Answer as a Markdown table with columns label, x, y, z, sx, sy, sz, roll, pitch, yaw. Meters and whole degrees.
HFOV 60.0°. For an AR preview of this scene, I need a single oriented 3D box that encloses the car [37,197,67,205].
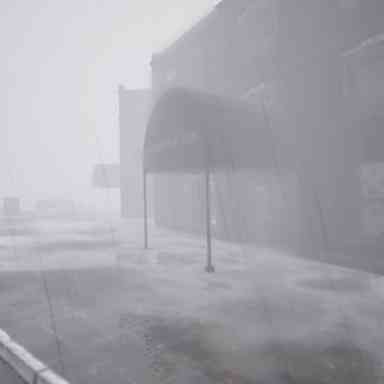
| label | x | y | z | sx | sy | sz | roll | pitch | yaw |
| --- | --- | --- | --- | --- | --- | --- | --- | --- | --- |
| car | -27.140 | 1.764 | 64.615 | 4.892 | 1.521 | 2.231 | 0 | -1 | -44 |

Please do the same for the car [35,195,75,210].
| label | x | y | z | sx | sy | sz | roll | pitch | yaw |
| --- | --- | --- | --- | --- | --- | --- | --- | --- | --- |
| car | -17.720 | 1.507 | 43.122 | 4.892 | 1.521 | 2.231 | 0 | -1 | -44 |

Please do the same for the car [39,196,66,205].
| label | x | y | z | sx | sy | sz | roll | pitch | yaw |
| --- | --- | --- | --- | --- | --- | --- | --- | --- | --- |
| car | -28.299 | 1.671 | 67.318 | 4.553 | 1.767 | 2.185 | 0 | -1 | -44 |

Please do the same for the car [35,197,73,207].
| label | x | y | z | sx | sy | sz | roll | pitch | yaw |
| --- | --- | --- | --- | --- | --- | --- | --- | --- | --- |
| car | -22.301 | 1.633 | 53.997 | 5.366 | 1.575 | 1.946 | 0 | -1 | -44 |

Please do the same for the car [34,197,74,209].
| label | x | y | z | sx | sy | sz | roll | pitch | yaw |
| --- | --- | --- | --- | --- | --- | --- | --- | --- | --- |
| car | -20.067 | 1.571 | 48.495 | 4.892 | 1.521 | 2.231 | 0 | -1 | -44 |

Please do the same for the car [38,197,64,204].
| label | x | y | z | sx | sy | sz | roll | pitch | yaw |
| --- | --- | --- | --- | --- | --- | --- | --- | --- | --- |
| car | -31.866 | 1.901 | 75.355 | 5.008 | 1.535 | 2.097 | 0 | -1 | -44 |

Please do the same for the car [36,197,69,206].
| label | x | y | z | sx | sy | sz | roll | pitch | yaw |
| --- | --- | --- | --- | --- | --- | --- | --- | --- | --- |
| car | -24.777 | 1.700 | 59.239 | 4.892 | 1.521 | 2.231 | 0 | -1 | -44 |

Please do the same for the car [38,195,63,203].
| label | x | y | z | sx | sy | sz | roll | pitch | yaw |
| --- | --- | --- | --- | --- | --- | --- | --- | --- | --- |
| car | -36.556 | 1.808 | 86.127 | 5.566 | 2.045 | 2.435 | 1 | -1 | -44 |

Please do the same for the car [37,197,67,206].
| label | x | y | z | sx | sy | sz | roll | pitch | yaw |
| --- | --- | --- | --- | --- | --- | --- | --- | --- | --- |
| car | -25.987 | 1.760 | 61.903 | 4.792 | 1.488 | 2.163 | 0 | -1 | -44 |

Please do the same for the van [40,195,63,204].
| label | x | y | z | sx | sy | sz | roll | pitch | yaw |
| --- | --- | --- | --- | --- | --- | --- | --- | --- | --- |
| van | -32.958 | 1.713 | 78.130 | 4.442 | 1.987 | 1.878 | 0 | -1 | -44 |

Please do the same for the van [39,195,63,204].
| label | x | y | z | sx | sy | sz | roll | pitch | yaw |
| --- | --- | --- | --- | --- | --- | --- | --- | --- | --- |
| van | -30.763 | 1.638 | 72.590 | 4.442 | 1.987 | 1.878 | 0 | -1 | -44 |

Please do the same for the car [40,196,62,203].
| label | x | y | z | sx | sy | sz | roll | pitch | yaw |
| --- | --- | --- | --- | --- | --- | --- | --- | --- | --- |
| car | -34.241 | 1.850 | 80.712 | 4.553 | 1.767 | 2.185 | 0 | -1 | -44 |
